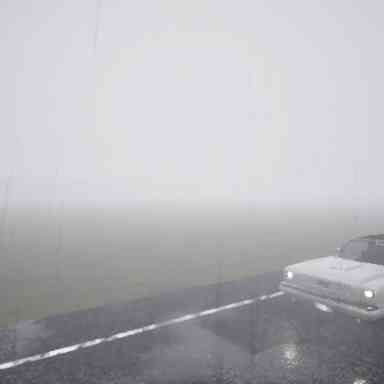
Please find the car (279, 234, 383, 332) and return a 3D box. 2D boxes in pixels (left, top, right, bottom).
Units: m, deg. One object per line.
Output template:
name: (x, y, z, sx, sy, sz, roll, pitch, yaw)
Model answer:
car: (3.976, 1.615, 6.820, 4.718, 1.301, 1.895, 0, 0, -35)
